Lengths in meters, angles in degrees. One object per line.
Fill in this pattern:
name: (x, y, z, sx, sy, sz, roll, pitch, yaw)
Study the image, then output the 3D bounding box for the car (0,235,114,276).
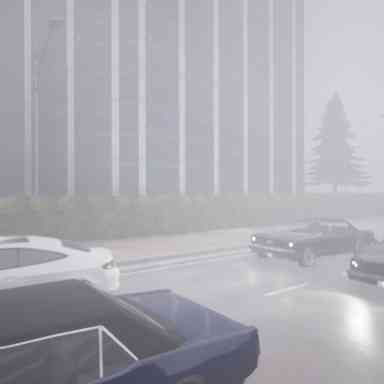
car: (-3.576, 1.526, 5.717, 4.674, 1.442, 1.812, 0, 0, -36)

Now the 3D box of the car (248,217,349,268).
car: (4.125, 1.567, 11.278, 4.718, 1.301, 1.895, 0, 0, -36)

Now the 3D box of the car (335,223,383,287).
car: (6.130, 1.513, 8.408, 5.357, 1.411, 2.033, 0, 0, -36)

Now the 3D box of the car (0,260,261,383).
car: (-1.698, 1.601, 2.762, 4.718, 1.301, 1.895, 0, 0, -36)

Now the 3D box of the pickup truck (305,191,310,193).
pickup truck: (25.295, 0.836, 75.758, 2.390, 2.098, 6.274, 0, 0, -6)
